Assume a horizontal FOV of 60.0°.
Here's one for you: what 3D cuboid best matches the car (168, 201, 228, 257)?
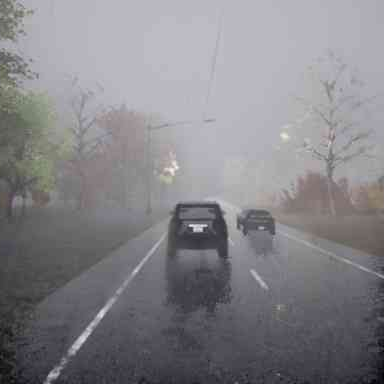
[{"bbox_3d":[0.239,1.384,13.742,2.150,2.045,5.566,0,-1,1],"label":"car"}]

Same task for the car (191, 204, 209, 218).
[{"bbox_3d":[0.916,2.036,36.870,1.895,1.301,4.718,0,-1,2],"label":"car"}]

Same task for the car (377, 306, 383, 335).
[{"bbox_3d":[3.625,1.578,2.375,2.033,1.411,5.357,0,-1,0],"label":"car"}]

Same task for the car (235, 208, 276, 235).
[{"bbox_3d":[3.885,1.751,20.730,1.837,1.490,4.892,0,-1,1],"label":"car"}]
